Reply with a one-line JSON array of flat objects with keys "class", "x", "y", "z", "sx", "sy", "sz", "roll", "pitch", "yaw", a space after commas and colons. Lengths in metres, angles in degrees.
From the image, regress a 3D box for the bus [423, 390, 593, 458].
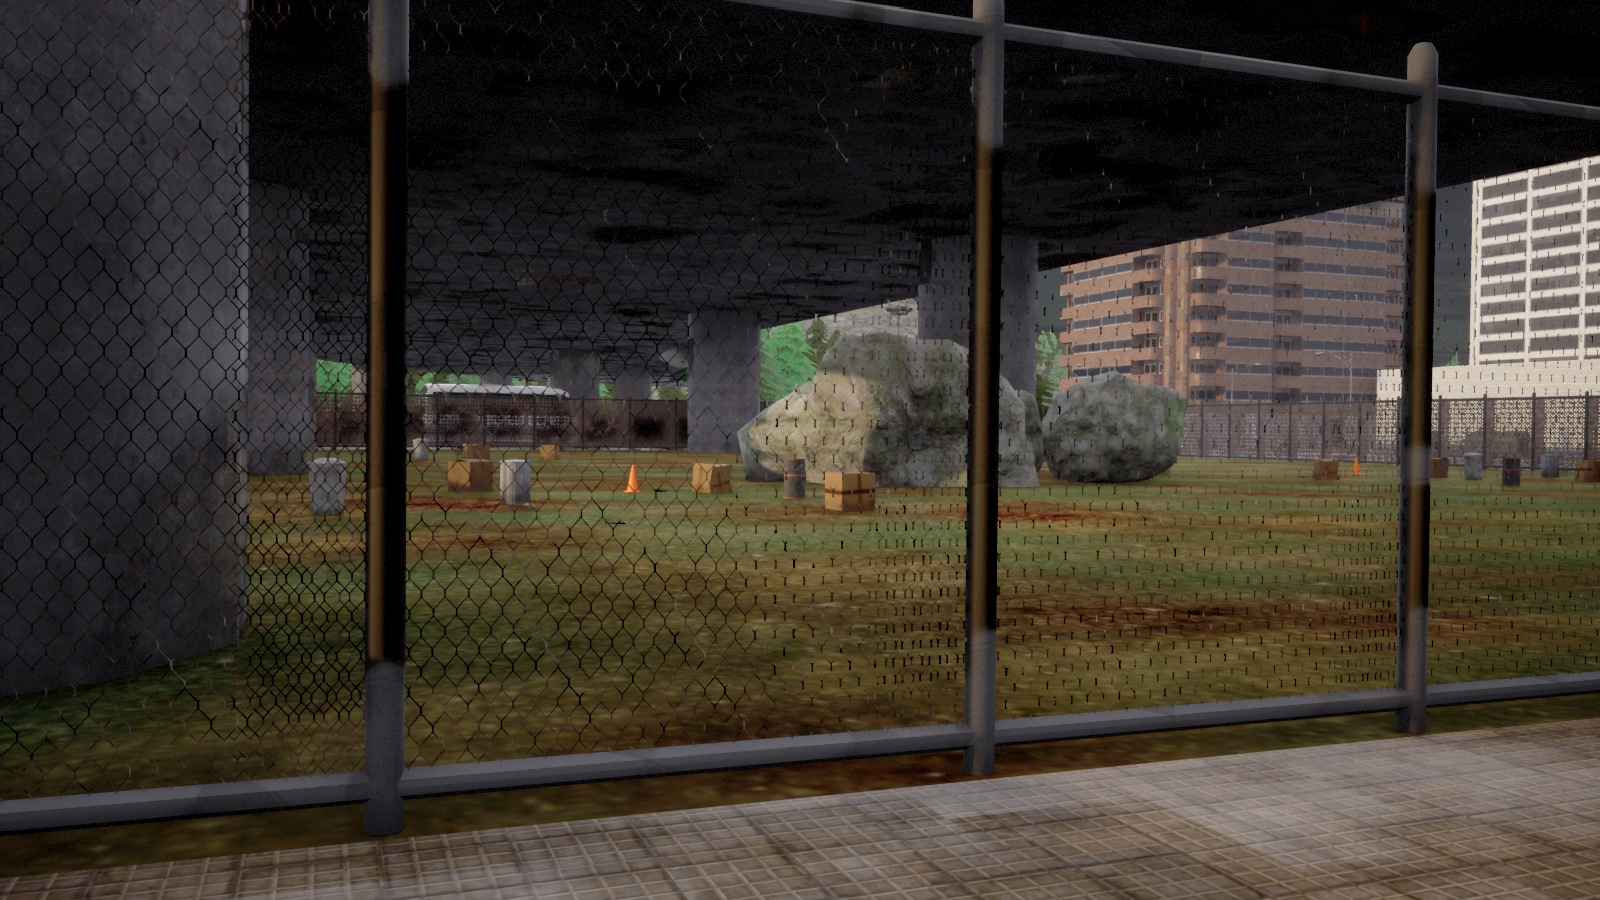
[{"class": "bus", "x": -19.162, "y": -1.713, "z": 82.477, "sx": 10.273, "sy": 4.253, "sz": 3.944, "roll": -1, "pitch": 1, "yaw": -24}]
